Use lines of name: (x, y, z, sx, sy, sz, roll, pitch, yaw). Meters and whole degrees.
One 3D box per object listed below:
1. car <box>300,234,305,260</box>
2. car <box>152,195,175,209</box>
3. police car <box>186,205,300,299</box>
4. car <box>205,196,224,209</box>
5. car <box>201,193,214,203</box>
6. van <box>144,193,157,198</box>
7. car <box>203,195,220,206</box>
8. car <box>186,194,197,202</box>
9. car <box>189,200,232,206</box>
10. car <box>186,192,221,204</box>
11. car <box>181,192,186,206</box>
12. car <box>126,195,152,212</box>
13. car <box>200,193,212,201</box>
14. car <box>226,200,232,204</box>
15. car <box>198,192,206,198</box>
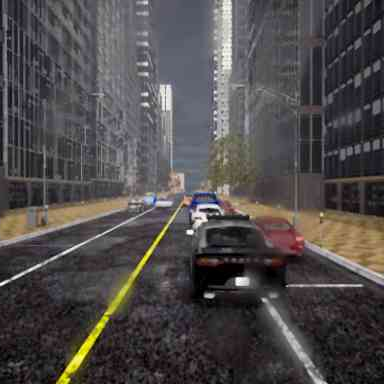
car: (2.674, 1.491, 11.728, 1.802, 1.307, 4.206, 0, 0, 0)
car: (-3.153, 1.299, 38.789, 1.895, 1.301, 4.718, 0, 0, 0)
police car: (0.889, 1.360, 8.469, 1.930, 1.638, 5.238, 0, 0, 0)
car: (2.635, 1.237, 40.189, 2.008, 1.369, 4.403, 0, 0, 0)
car: (2.611, 0.974, 57.265, 1.967, 1.590, 4.097, 0, 1, 0)
van: (-5.754, 0.978, 45.872, 1.690, 1.788, 3.998, 0, 0, 0)
car: (2.627, 1.188, 45.882, 2.008, 1.369, 4.403, 0, 1, 0)
car: (-0.083, 1.042, 59.119, 1.812, 1.442, 4.674, 0, 1, 0)
car: (0.875, 1.385, 18.360, 1.812, 1.442, 4.674, 0, 0, 0)
car: (0.866, 1.038, 24.387, 2.150, 2.045, 5.566, 0, 0, 0)
car: (-0.050, 0.990, 45.703, 2.097, 1.767, 4.553, 0, 0, 0)
car: (-5.738, 1.284, 34.489, 2.008, 1.369, 4.403, 0, 0, 0)
car: (2.603, 0.921, 62.957, 1.967, 1.590, 4.097, 0, 1, 0)
car: (2.650, 1.361, 28.805, 1.802, 1.307, 4.206, 0, 0, 0)
car: (2.571, 0.809, 85.727, 1.887, 1.381, 4.507, 0, 1, 0)
